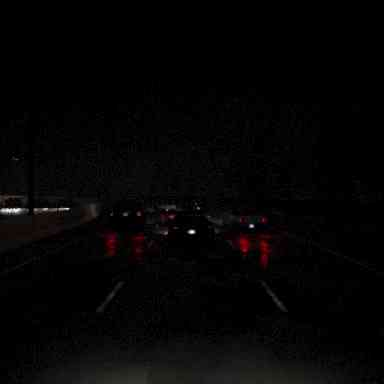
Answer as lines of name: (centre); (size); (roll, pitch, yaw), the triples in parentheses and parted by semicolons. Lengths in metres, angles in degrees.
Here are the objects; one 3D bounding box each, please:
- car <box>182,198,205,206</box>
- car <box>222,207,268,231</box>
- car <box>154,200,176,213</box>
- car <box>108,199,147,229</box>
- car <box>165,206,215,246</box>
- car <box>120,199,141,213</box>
car: (0.131, 1.483, 38.154); (1.837, 1.490, 4.892); (0, 0, -13)
car: (3.089, 1.589, 20.499); (1.895, 1.301, 4.718); (0, 0, -5)
car: (-3.102, 1.579, 36.806); (1.895, 1.301, 4.718); (0, 0, -13)
car: (-4.044, 1.339, 21.468); (2.097, 1.767, 4.553); (0, 0, -5)
car: (-0.089, 1.555, 15.165); (1.994, 1.385, 4.181); (0, 0, -2)
car: (-7.172, 1.542, 38.420); (1.994, 1.385, 4.181); (0, 0, -15)
